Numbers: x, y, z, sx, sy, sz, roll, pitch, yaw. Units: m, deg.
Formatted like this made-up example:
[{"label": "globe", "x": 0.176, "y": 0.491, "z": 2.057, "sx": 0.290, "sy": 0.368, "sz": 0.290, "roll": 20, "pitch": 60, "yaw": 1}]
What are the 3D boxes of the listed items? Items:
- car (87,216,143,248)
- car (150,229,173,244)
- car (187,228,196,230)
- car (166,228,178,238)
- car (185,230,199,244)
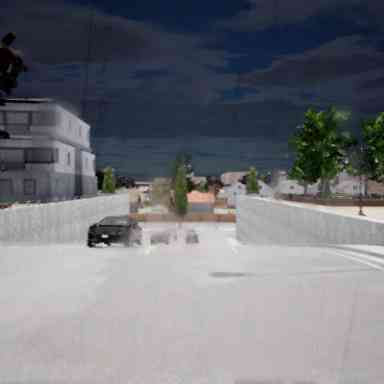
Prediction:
[{"label": "car", "x": -3.604, "y": 1.898, "z": 16.275, "sx": 1.882, "sy": 1.535, "sz": 5.008, "roll": 0, "pitch": -8, "yaw": 0}, {"label": "car", "x": -3.620, "y": 5.319, "z": 38.393, "sx": 1.994, "sy": 1.385, "sz": 4.181, "roll": 0, "pitch": -9, "yaw": 0}, {"label": "car", "x": -0.051, "y": 7.577, "z": 59.962, "sx": 2.150, "sy": 2.045, "sz": 5.566, "roll": 0, "pitch": -5, "yaw": 0}, {"label": "car", "x": -3.540, "y": 6.904, "z": 54.694, "sx": 2.150, "sy": 2.045, "sz": 5.566, "roll": 0, "pitch": -6, "yaw": 0}, {"label": "car", "x": 0.059, "y": 6.879, "z": 49.685, "sx": 1.882, "sy": 1.535, "sz": 5.008, "roll": 0, "pitch": -7, "yaw": 0}]
